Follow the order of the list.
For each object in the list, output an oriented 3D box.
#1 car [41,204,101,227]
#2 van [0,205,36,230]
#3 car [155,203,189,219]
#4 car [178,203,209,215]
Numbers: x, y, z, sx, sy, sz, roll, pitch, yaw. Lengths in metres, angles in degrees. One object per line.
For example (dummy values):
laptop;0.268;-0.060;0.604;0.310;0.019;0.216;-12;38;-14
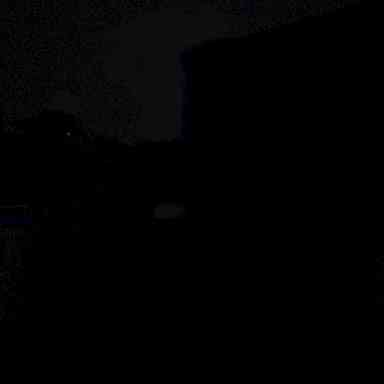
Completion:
car;-10.005;1.885;27.789;2.192;1.841;5.009;0;-1;36
van;-13.146;1.840;23.389;1.690;1.788;3.998;0;-1;36
car;-2.294;2.277;38.384;1.812;1.442;4.674;1;0;36
car;0.314;2.333;46.742;1.837;1.490;4.892;1;0;36
